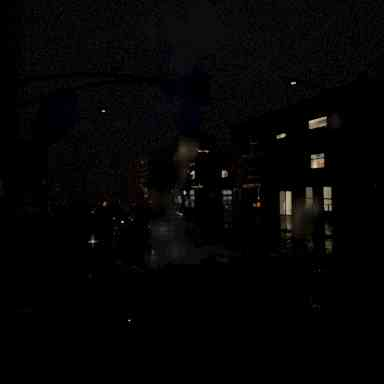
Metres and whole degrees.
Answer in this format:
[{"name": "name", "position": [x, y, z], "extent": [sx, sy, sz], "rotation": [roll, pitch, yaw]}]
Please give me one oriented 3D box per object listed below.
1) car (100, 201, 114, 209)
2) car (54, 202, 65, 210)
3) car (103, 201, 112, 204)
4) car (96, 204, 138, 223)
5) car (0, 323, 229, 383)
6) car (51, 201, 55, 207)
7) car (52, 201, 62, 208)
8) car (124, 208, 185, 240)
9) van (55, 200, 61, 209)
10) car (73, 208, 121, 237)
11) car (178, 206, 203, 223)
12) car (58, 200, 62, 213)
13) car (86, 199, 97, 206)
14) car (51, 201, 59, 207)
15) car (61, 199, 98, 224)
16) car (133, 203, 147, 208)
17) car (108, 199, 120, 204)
[{"name": "car", "position": [-16.616, 2.512, 64.860], "extent": [1.752, 1.417, 4.829], "rotation": [-2, 0, -24]}, {"name": "car", "position": [-26.395, 2.677, 66.154], "extent": [1.752, 1.417, 4.829], "rotation": [-2, 0, -24]}, {"name": "car", "position": [-10.818, 2.126, 38.001], "extent": [1.837, 1.490, 4.892], "rotation": [-1, 0, -24]}, {"name": "car", "position": [-6.568, 2.008, 28.562], "extent": [2.033, 1.411, 5.357], "rotation": [-1, -1, -24]}, {"name": "car", "position": [-1.849, 1.602, 1.598], "extent": [4.718, 1.301, 1.895], "rotation": [0, 0, -23]}, {"name": "car", "position": [-24.193, 2.383, 61.266], "extent": [2.192, 1.841, 5.009], "rotation": [-2, 0, -24]}, {"name": "car", "position": [-31.019, 2.872, 76.396], "extent": [1.887, 1.381, 4.507], "rotation": [-2, 0, -24]}, {"name": "car", "position": [-2.292, 1.861, 19.104], "extent": [1.994, 1.385, 4.181], "rotation": [-1, -1, -25]}, {"name": "van", "position": [-19.638, 2.235, 51.178], "extent": [1.690, 1.788, 3.998], "rotation": [-2, 0, -24]}, {"name": "car", "position": [-6.086, 1.940, 20.861], "extent": [1.947, 1.339, 4.313], "rotation": [-2, 0, -24]}, {"name": "car", "position": [-0.487, 1.926, 29.454], "extent": [2.008, 1.369, 4.403], "rotation": [-2, 0, -24]}, {"name": "car", "position": [-14.792, 2.150, 40.422], "extent": [1.967, 1.590, 4.097], "rotation": [-2, 0, -24]}, {"name": "car", "position": [-25.662, 2.646, 84.881], "extent": [2.192, 1.841, 5.009], "rotation": [-2, 0, -24]}, {"name": "car", "position": [-35.505, 3.023, 86.329], "extent": [1.752, 1.417, 4.829], "rotation": [-2, 0, -24]}, {"name": "car", "position": [-10.323, 1.851, 30.298], "extent": [2.192, 1.841, 5.009], "rotation": [-2, 0, -24]}, {"name": "car", "position": [-7.124, 2.176, 43.865], "extent": [2.008, 1.369, 4.403], "rotation": [-2, 0, -24]}, {"name": "car", "position": [-14.276, 2.212, 59.662], "extent": [2.192, 1.841, 5.009], "rotation": [-2, 0, -24]}]
